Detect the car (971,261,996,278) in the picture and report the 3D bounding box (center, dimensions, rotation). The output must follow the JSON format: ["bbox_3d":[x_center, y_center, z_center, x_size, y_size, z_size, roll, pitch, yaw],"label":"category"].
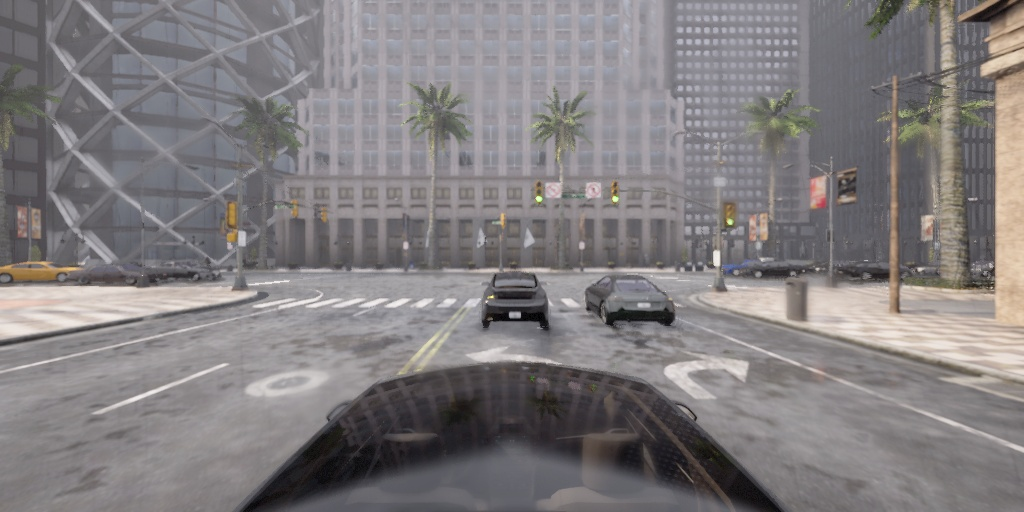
[{"bbox_3d":[43.009,1.186,32.242,4.902,1.511,2.128,0,0,0],"label":"car"}]

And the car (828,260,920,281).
[{"bbox_3d":[28.770,1.178,28.585,5.008,1.535,1.882,0,0,0],"label":"car"}]

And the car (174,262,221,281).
[{"bbox_3d":[-25.956,1.190,28.423,4.902,1.511,2.128,0,0,-4],"label":"car"}]

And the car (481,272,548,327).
[{"bbox_3d":[0.079,1.236,11.437,1.837,1.490,4.892,0,0,0],"label":"car"}]

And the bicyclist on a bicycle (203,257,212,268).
[{"bbox_3d":[-35.761,0.972,42.127,0.582,1.620,1.656,0,0,-12],"label":"bicyclist on a bicycle"}]

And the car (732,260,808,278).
[{"bbox_3d":[23.175,1.171,32.313,5.008,1.535,1.882,0,0,0],"label":"car"}]

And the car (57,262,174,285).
[{"bbox_3d":[-27.498,1.252,25.025,5.357,1.411,2.033,0,0,-3],"label":"car"}]

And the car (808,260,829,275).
[{"bbox_3d":[33.008,1.179,35.785,4.902,1.511,2.128,0,0,0],"label":"car"}]

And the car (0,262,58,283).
[{"bbox_3d":[-35.181,1.178,26.978,5.008,1.535,1.882,0,0,-19],"label":"car"}]

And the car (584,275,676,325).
[{"bbox_3d":[3.620,1.295,11.726,1.994,1.385,4.181,0,0,1],"label":"car"}]

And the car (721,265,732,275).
[{"bbox_3d":[23.435,1.164,35.812,5.008,1.535,1.882,0,0,0],"label":"car"}]

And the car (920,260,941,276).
[{"bbox_3d":[43.157,1.179,35.742,4.902,1.511,2.128,0,0,0],"label":"car"}]
